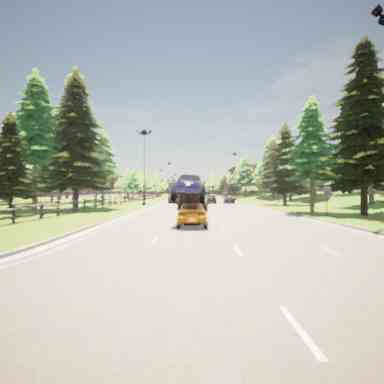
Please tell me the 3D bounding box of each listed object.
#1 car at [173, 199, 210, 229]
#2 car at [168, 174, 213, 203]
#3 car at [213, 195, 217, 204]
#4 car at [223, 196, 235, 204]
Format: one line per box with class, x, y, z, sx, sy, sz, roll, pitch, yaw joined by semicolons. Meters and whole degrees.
car;-0.003;1.462;21.545;1.882;1.535;5.008;-1;0;0
car;-0.027;0.080;21.913;2.097;1.767;4.553;3;-14;7
car;3.504;1.267;62.957;2.097;1.767;4.553;0;0;0
car;7.004;1.407;62.987;2.128;1.511;4.902;0;0;0
